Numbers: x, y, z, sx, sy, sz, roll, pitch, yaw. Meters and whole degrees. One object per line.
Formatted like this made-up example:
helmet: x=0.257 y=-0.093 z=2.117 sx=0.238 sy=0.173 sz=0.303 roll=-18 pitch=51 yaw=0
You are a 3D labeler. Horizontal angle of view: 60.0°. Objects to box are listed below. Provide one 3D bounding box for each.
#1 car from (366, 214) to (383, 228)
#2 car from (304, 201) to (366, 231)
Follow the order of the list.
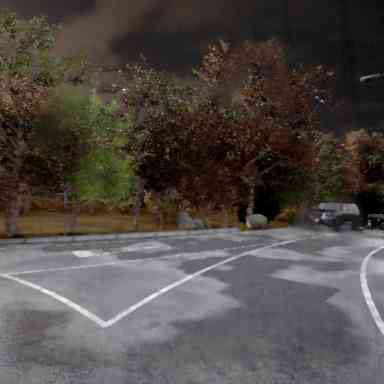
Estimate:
car: x=17.382 y=2.710 z=31.251 sx=1.895 sy=1.301 sz=4.718 roll=0 pitch=-4 yaw=45
car: x=10.307 y=1.681 z=24.158 sx=5.566 sy=2.045 sz=2.150 roll=4 pitch=-3 yaw=-44
